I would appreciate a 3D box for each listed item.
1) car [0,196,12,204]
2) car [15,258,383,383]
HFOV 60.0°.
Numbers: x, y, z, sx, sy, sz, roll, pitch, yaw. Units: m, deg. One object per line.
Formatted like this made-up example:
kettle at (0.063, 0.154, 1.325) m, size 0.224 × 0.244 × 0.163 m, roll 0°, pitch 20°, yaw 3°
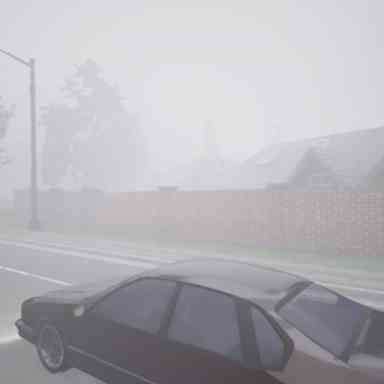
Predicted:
car at (-37.276, 1.532, 64.675) m, size 1.882 × 1.535 × 5.008 m, roll -1°, pitch 0°, yaw 8°
car at (0.086, 1.560, 3.932) m, size 5.357 × 1.411 × 2.033 m, roll 0°, pitch 0°, yaw 36°
